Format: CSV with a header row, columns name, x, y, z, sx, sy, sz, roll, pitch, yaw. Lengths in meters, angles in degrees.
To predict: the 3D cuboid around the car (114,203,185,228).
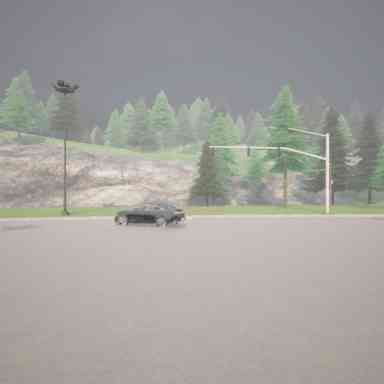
name,x,y,z,sx,sy,sz,roll,pitch,yaw
car,-2.829,1.491,21.948,4.902,1.511,2.128,0,0,23
